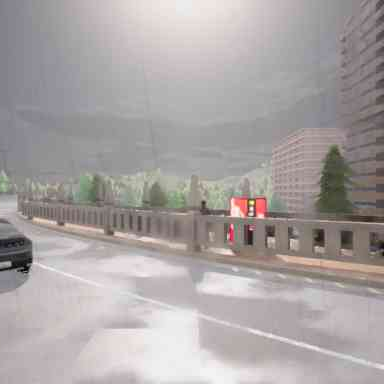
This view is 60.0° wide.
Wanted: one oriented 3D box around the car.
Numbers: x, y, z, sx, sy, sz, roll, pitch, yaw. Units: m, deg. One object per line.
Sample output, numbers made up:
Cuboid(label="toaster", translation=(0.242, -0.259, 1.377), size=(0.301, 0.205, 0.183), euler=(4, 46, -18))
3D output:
Cuboid(label="car", translation=(-6.266, 1.504, 9.651), size=(4.892, 1.490, 1.837), euler=(0, 0, 43))

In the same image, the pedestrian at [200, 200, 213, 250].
Cuboid(label="pedestrian", translation=(0.451, 1.141, 11.832), size=(0.375, 1.860, 0.375), euler=(0, 0, 41))

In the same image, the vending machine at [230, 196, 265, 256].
Cuboid(label="vending machine", translation=(2.078, 1.195, 12.411), size=(0.880, 2.100, 1.100), euler=(0, 0, 41))
